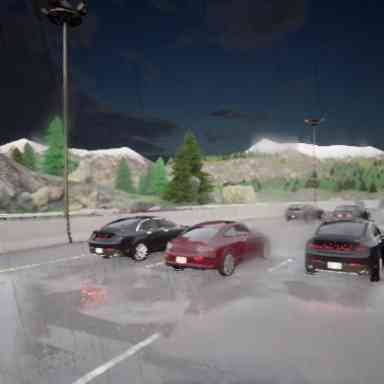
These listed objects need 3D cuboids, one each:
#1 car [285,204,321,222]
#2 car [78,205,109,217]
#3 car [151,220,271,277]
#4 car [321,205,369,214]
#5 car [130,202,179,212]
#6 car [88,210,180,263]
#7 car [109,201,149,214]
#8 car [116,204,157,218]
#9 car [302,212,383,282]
[{"bbox_3d":[9.363,1.696,27.411,2.128,1.511,4.902,-1,-1,41],"label":"car"},{"bbox_3d":[-10.230,2.139,37.056,1.895,1.301,4.718,-1,-1,39],"label":"car"},{"bbox_3d":[0.986,1.637,10.709,1.812,1.442,4.674,-1,-1,33],"label":"car"},{"bbox_3d":[11.992,1.697,25.179,2.033,1.411,5.357,-1,-1,41],"label":"car"},{"bbox_3d":[-2.886,1.894,29.436,1.812,1.442,4.674,-1,-1,39],"label":"car"},{"bbox_3d":[-1.713,1.673,12.953,1.837,1.490,4.892,-1,-1,34],"label":"car"},{"bbox_3d":[-5.224,1.777,32.084,2.097,1.767,4.553,-1,-1,39],"label":"car"},{"bbox_3d":[-6.072,2.049,36.569,1.994,1.385,4.181,-1,-1,40],"label":"car"},{"bbox_3d":[4.844,1.566,10.177,1.837,1.490,4.892,-1,-1,34],"label":"car"}]
